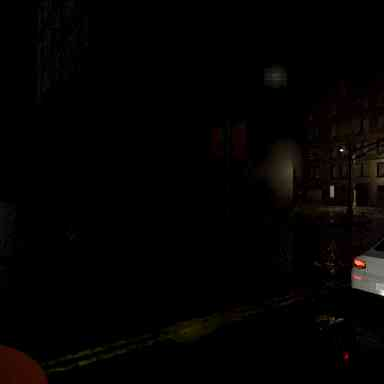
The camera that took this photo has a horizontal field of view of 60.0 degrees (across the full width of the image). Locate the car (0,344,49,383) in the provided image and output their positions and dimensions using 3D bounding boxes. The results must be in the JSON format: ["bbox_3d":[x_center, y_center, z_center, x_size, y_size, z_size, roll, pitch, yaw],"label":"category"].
[{"bbox_3d":[-3.161,1.477,1.190,5.008,1.535,1.882,0,0,-35],"label":"car"}]

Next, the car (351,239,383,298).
[{"bbox_3d":[5.271,1.528,7.195,4.674,1.442,1.812,0,0,-35],"label":"car"}]
